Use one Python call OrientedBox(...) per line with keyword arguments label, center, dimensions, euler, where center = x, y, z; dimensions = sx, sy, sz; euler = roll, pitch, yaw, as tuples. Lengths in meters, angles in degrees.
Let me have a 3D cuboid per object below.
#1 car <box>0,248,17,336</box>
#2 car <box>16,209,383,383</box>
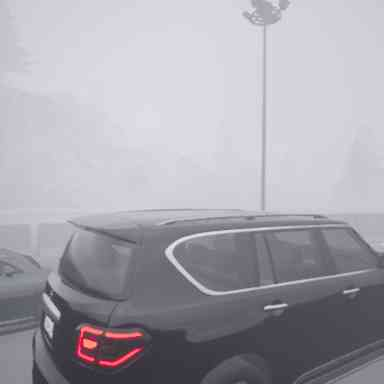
OrientedBox(label="car", center=(-3.543, 1.549, 5.403), dimensions=(4.181, 1.385, 1.994), euler=(1, 0, -35))
OrientedBox(label="car", center=(1.010, 1.251, 4.315), dimensions=(5.566, 2.045, 2.150), euler=(1, 0, -34))
